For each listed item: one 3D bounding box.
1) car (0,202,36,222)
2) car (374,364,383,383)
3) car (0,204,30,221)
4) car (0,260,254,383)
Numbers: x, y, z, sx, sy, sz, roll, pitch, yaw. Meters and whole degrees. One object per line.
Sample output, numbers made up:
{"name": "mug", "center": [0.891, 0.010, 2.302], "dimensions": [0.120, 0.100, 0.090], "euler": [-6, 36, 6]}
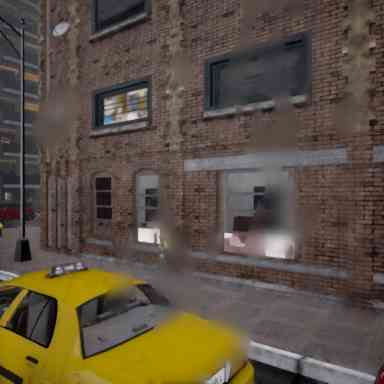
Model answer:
{"name": "car", "center": [-15.699, 1.643, 27.893], "dimensions": [2.097, 1.767, 4.553], "euler": [0, -1, 35]}
{"name": "car", "center": [3.083, 1.315, 0.679], "dimensions": [5.009, 1.841, 2.192], "euler": [0, 0, 36]}
{"name": "car", "center": [-17.415, 1.835, 29.983], "dimensions": [1.752, 1.417, 4.829], "euler": [-1, -2, 35]}
{"name": "car", "center": [-1.682, 1.525, 4.077], "dimensions": [4.829, 1.417, 1.752], "euler": [0, 0, 36]}
